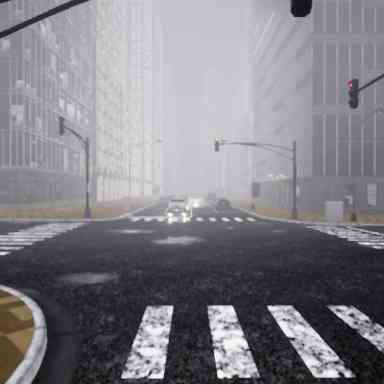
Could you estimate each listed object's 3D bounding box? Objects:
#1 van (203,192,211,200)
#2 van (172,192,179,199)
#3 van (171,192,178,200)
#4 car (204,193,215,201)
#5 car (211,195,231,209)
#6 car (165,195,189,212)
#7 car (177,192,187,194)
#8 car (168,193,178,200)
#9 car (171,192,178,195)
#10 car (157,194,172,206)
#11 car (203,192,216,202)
[{"bbox_3d":[3.615,0.931,81.157,1.690,1.788,3.998,0,0,0],"label":"van"},{"bbox_3d":[-4.294,0.898,86.642,1.690,1.788,3.998,0,0,0],"label":"van"},{"bbox_3d":[-4.265,0.931,81.114,1.690,1.788,3.998,0,0,0],"label":"van"},{"bbox_3d":[3.676,1.095,70.103,1.967,1.590,4.097,0,0,0],"label":"car"},{"bbox_3d":[3.875,1.375,42.467,1.947,1.339,4.313,0,0,0],"label":"car"},{"bbox_3d":[-1.547,1.369,35.775,1.812,1.442,4.674,0,0,0],"label":"car"},{"bbox_3d":[-1.629,0.884,68.226,1.837,1.490,4.892,0,0,0],"label":"car"},{"bbox_3d":[-4.235,1.063,75.588,1.967,1.590,4.097,0,0,0],"label":"car"},{"bbox_3d":[-4.174,1.253,64.533,1.947,1.339,4.313,0,0,0],"label":"car"},{"bbox_3d":[-4.085,1.362,47.951,1.802,1.307,4.206,0,0,0],"label":"car"},{"bbox_3d":[3.706,1.002,64.574,2.192,1.841,5.009,0,0,0],"label":"car"}]
